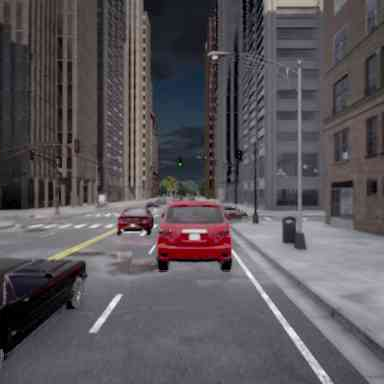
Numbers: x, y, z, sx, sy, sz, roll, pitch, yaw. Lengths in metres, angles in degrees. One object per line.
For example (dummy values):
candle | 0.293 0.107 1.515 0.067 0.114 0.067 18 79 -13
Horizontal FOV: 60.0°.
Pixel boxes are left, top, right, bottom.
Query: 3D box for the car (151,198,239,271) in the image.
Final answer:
car | 0.091 1.322 11.417 2.150 2.045 5.566 0 -1 1

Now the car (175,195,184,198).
car | -3.275 1.998 75.028 2.097 1.767 4.553 0 -1 0

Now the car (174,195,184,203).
car | -3.278 1.834 85.136 2.150 2.045 5.566 0 -1 0

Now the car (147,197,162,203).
car | -6.571 2.031 56.127 2.033 1.411 5.357 0 0 1

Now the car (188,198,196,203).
car | -0.028 2.150 85.123 2.033 1.411 5.357 0 -1 0

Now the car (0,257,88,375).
car | -3.153 1.648 5.060 1.895 1.301 4.718 0 -1 0

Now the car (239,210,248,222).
car | 2.678 1.763 26.765 1.812 1.442 4.674 -1 -1 39

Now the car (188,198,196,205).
car | -0.025 2.138 74.641 1.837 1.490 4.892 0 -1 0

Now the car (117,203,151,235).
car | -3.359 1.659 20.369 1.882 1.535 5.008 0 0 -4
